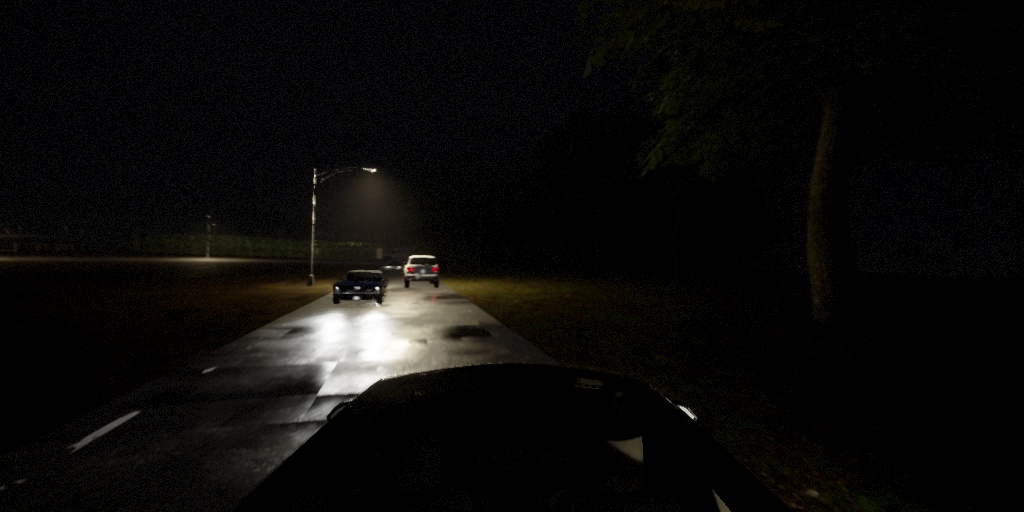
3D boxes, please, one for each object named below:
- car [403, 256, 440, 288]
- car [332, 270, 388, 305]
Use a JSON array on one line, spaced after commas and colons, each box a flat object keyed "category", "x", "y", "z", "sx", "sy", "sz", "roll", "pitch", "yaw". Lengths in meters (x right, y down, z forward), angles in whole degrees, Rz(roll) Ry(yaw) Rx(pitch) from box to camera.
[{"category": "car", "x": -6.231, "y": 1.013, "z": 24.656, "sx": 2.150, "sy": 2.045, "sz": 5.566, "roll": 2, "pitch": -1, "yaw": -16}, {"category": "car", "x": -6.566, "y": 1.311, "z": 15.874, "sx": 1.895, "sy": 1.301, "sz": 4.718, "roll": 2, "pitch": -1, "yaw": -17}]
